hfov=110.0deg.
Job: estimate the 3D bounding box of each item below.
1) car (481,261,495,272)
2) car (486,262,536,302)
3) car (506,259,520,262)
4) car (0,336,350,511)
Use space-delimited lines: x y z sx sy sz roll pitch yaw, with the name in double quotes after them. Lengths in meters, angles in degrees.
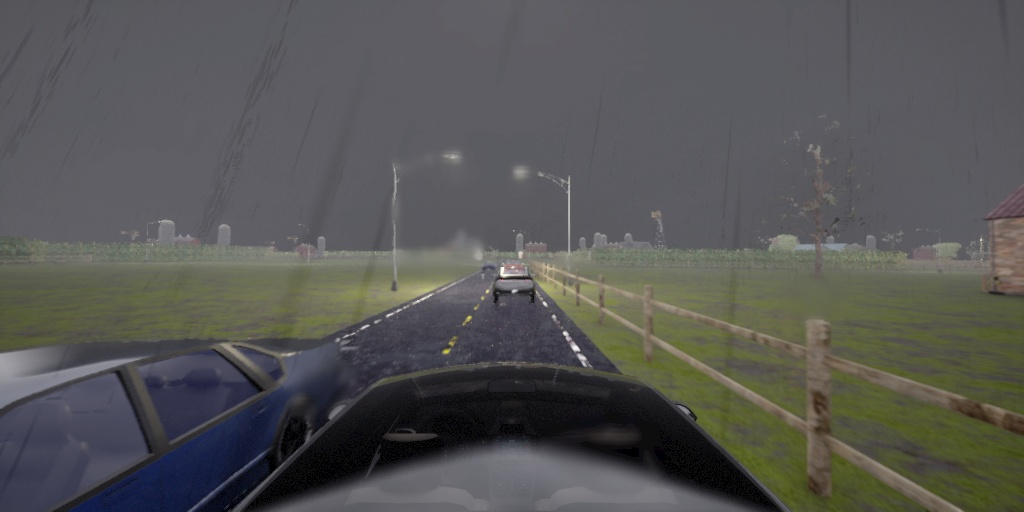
-2.835 1.327 45.616 1.895 1.301 4.718 0 0 0 "car"
0.097 1.239 16.998 2.128 1.511 4.902 0 0 0 "car"
0.089 1.088 34.795 2.097 1.767 4.553 0 0 0 "car"
-2.853 1.297 1.954 2.033 1.411 5.357 0 0 0 "car"
